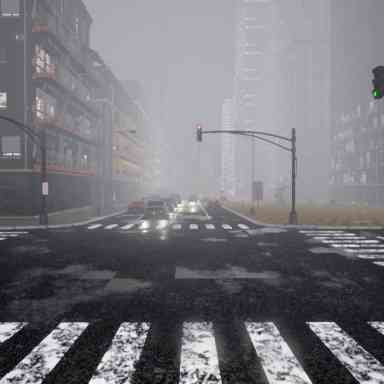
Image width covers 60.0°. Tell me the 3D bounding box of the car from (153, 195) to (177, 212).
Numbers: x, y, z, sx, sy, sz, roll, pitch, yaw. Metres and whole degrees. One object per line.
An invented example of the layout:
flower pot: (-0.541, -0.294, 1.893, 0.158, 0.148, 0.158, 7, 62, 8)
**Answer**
car: (-3.105, 1.473, 38.928, 1.882, 1.535, 5.008, 0, 0, 0)

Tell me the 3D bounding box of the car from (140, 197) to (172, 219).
car: (-3.106, 1.501, 29.382, 1.837, 1.490, 4.892, 0, 0, 0)

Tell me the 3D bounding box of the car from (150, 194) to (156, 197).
car: (-5.712, 1.436, 41.060, 1.967, 1.590, 4.097, -1, 0, 0)

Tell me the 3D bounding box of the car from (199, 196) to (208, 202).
car: (2.628, 1.548, 75.014, 1.887, 1.381, 4.507, -1, 0, 0)

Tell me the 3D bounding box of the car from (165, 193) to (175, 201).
car: (-5.726, 1.322, 86.252, 2.192, 1.841, 5.009, -1, 0, 0)

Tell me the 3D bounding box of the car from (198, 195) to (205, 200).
car: (2.623, 1.535, 92.131, 1.752, 1.417, 4.829, -1, 0, 0)

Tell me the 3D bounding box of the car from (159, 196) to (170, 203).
car: (-5.718, 1.583, 69.305, 1.802, 1.307, 4.206, -1, 0, 0)

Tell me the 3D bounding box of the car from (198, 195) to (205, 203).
car: (2.631, 1.551, 63.715, 2.008, 1.369, 4.403, -1, 0, 0)

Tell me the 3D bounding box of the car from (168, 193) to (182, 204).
car: (-3.054, 1.220, 59.369, 2.150, 2.045, 5.566, 0, 0, 1)

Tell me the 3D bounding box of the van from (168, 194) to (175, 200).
van: (-5.727, 1.350, 91.900, 1.690, 1.788, 3.998, -1, 0, 0)

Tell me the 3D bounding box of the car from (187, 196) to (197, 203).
car: (0.084, 1.479, 69.837, 1.882, 1.535, 5.008, 0, 0, 0)

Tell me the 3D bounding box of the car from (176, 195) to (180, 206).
car: (-3.101, 1.522, 48.811, 1.812, 1.442, 4.674, 0, 0, 0)

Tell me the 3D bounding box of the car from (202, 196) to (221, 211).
car: (2.636, 1.540, 41.120, 1.887, 1.381, 4.507, -1, 0, 0)

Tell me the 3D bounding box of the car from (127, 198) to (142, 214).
car: (-5.709, 1.540, 35.411, 1.887, 1.381, 4.507, -1, 0, 0)
